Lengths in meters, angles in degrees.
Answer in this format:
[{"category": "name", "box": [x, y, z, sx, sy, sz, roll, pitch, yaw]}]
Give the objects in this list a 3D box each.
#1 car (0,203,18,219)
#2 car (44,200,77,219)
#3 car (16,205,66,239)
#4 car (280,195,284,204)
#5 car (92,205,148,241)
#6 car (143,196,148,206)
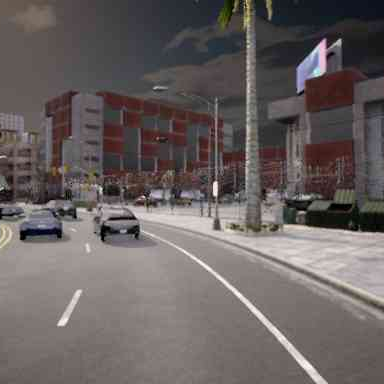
[{"category": "car", "box": [-16.788, 1.661, 30.068, 2.033, 1.411, 5.357, 0, 0, -42]}, {"category": "car", "box": [-12.023, 1.460, 29.782, 2.097, 1.767, 4.553, 0, 0, -39]}, {"category": "car", "box": [-8.196, 1.630, 17.962, 1.994, 1.385, 4.181, 0, 0, -26]}, {"category": "car", "box": [12.409, 1.564, 47.979, 2.002, 1.452, 4.674, 0, 0, -44]}, {"category": "car", "box": [-4.032, 1.552, 17.243, 2.128, 1.511, 4.902, 0, 0, -23]}, {"category": "car", "box": [-7.420, 1.431, 52.207, 2.185, 1.767, 4.553, 0, 0, -44]}]
